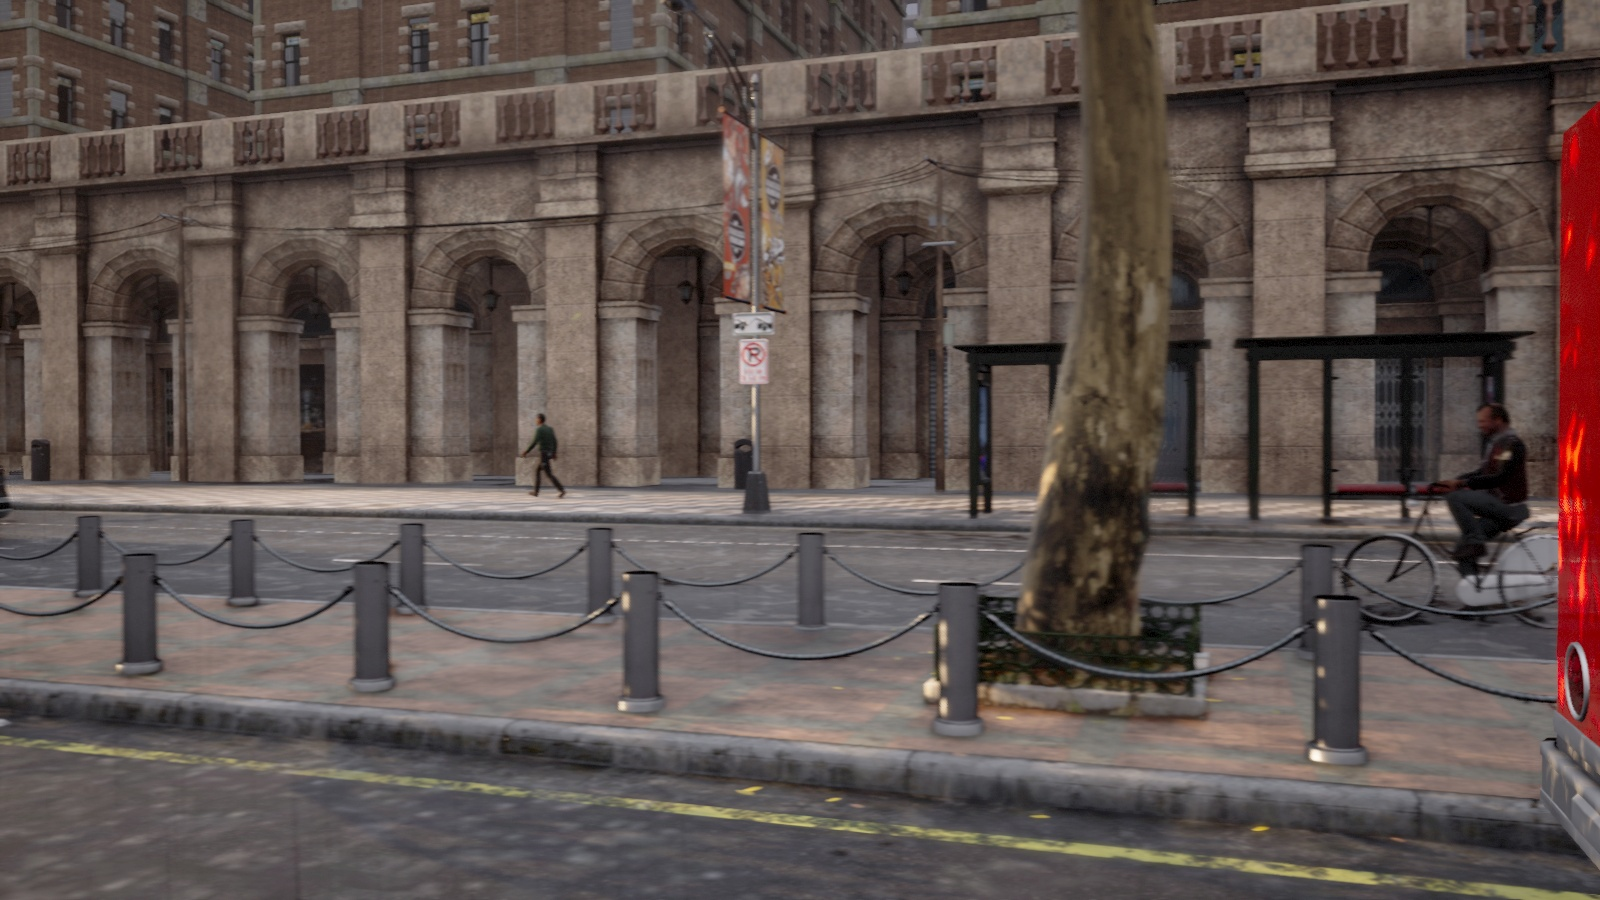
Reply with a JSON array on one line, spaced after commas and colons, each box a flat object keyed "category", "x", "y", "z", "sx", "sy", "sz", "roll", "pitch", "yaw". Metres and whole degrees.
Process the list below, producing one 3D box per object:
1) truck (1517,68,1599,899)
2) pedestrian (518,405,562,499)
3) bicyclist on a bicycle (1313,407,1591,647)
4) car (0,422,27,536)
[{"category": "truck", "x": 4.250, "y": 0.328, "z": 1.757, "sx": 5.204, "sy": 2.467, "sz": 2.627, "roll": 1, "pitch": 1, "yaw": 19}, {"category": "pedestrian", "x": -5.440, "y": 0.042, "z": 26.287, "sx": 0.788, "sy": 1.949, "sz": 0.423, "roll": 1, "pitch": 1, "yaw": 19}, {"category": "bicyclist on a bicycle", "x": 5.079, "y": 0.557, "z": 9.920, "sx": 1.843, "sy": 1.776, "sz": 0.659, "roll": 1, "pitch": 1, "yaw": 19}, {"category": "car", "x": -13.996, "y": 0.419, "z": 17.842, "sx": 4.856, "sy": 1.649, "sz": 2.033, "roll": 0, "pitch": 1, "yaw": 4}]
